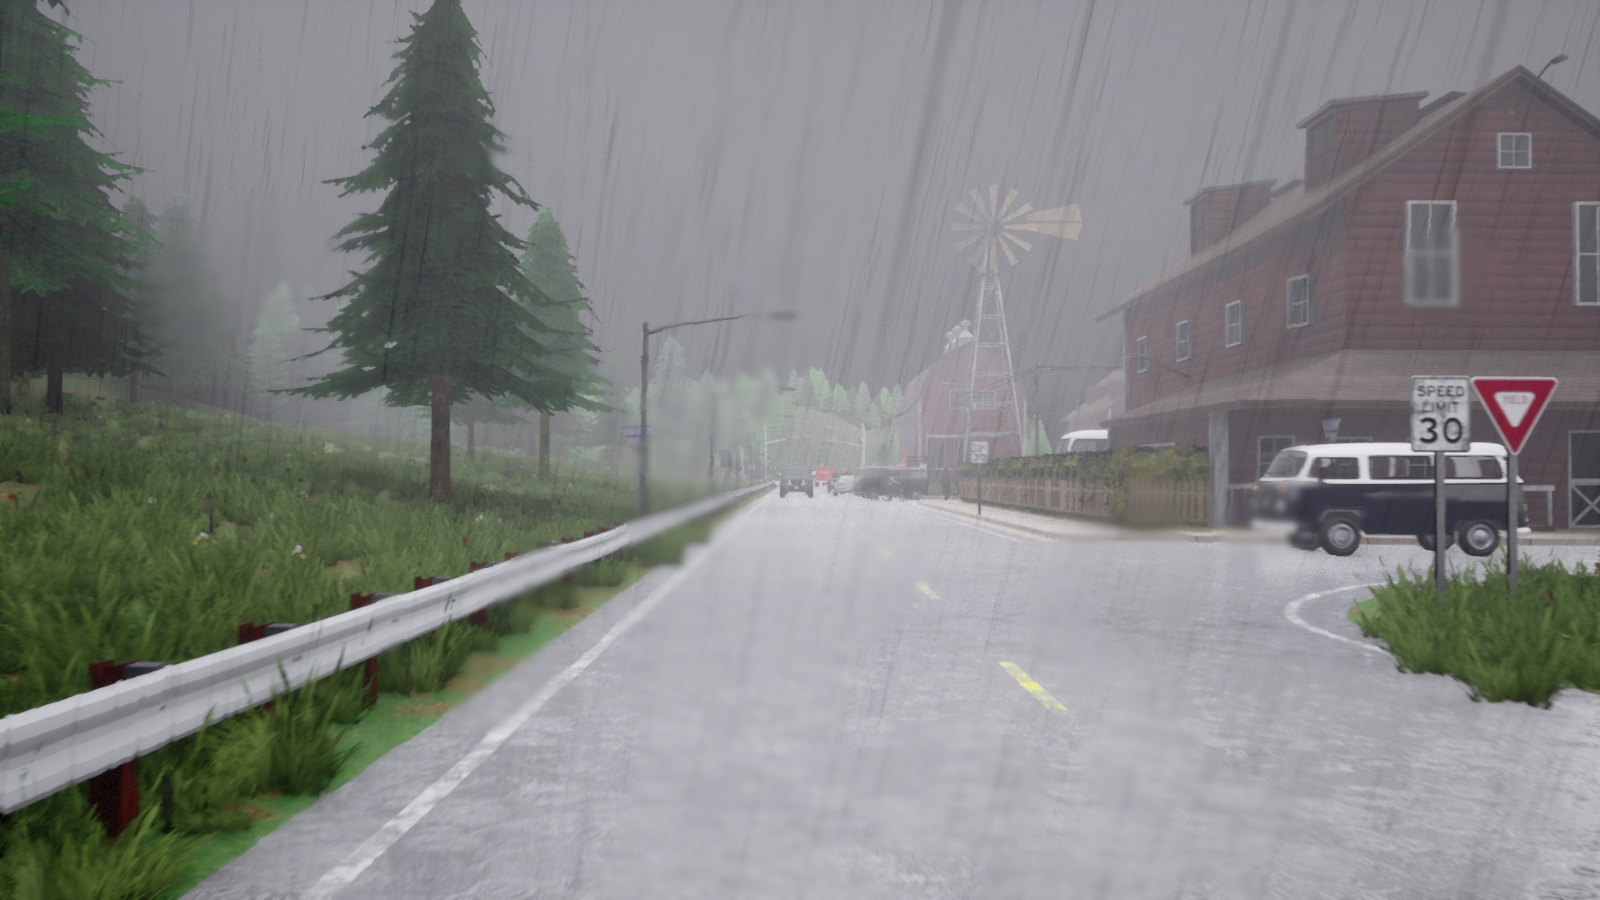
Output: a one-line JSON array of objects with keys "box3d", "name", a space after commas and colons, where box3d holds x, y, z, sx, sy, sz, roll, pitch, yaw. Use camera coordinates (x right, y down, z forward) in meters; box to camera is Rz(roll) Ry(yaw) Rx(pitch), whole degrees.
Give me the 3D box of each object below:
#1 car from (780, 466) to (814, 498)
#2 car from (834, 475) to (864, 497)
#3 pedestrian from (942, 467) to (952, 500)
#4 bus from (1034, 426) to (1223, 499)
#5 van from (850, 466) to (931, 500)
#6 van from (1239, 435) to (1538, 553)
[{"box3d": [-0.206, 2.082, 83.224, 2.150, 2.045, 5.566, 0, -1, 0], "name": "car"}, {"box3d": [3.289, 2.416, 85.441, 1.812, 1.442, 4.674, 0, -1, 0], "name": "car"}, {"box3d": [8.419, 1.904, 71.875, 0.331, 1.846, 0.636, -1, -1, 37], "name": "pedestrian"}, {"box3d": [19.569, 0.762, 75.360, 10.273, 4.253, 3.944, 0, -1, 0], "name": "bus"}, {"box3d": [5.347, 1.933, 74.473, 4.442, 1.987, 1.775, 0, -1, -14], "name": "van"}, {"box3d": [10.640, 0.785, 22.972, 4.480, 2.038, 2.069, 0, -1, 0], "name": "van"}]
